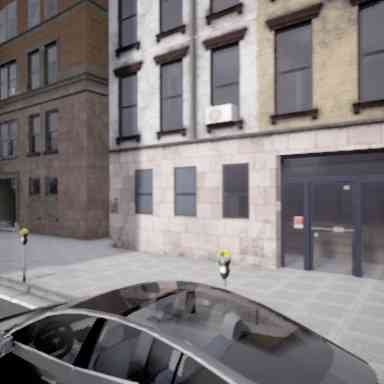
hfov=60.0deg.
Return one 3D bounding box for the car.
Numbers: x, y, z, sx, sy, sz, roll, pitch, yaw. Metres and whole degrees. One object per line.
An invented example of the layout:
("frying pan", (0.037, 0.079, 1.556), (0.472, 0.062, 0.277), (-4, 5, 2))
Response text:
("car", (-0.593, 1.577, 3.233), (4.313, 1.339, 1.947), (0, 0, 36))
